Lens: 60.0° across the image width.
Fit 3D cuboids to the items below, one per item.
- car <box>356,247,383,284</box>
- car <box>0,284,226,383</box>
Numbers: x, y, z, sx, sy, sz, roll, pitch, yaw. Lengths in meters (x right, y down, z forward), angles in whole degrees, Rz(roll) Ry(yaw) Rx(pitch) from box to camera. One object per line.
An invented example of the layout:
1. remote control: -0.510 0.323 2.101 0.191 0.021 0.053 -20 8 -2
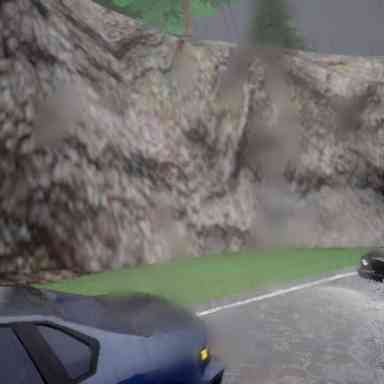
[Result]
1. car: 6.630 1.539 8.239 5.357 1.411 2.033 0 0 -25
2. car: -2.257 1.555 2.403 5.357 1.411 2.033 0 0 -35
